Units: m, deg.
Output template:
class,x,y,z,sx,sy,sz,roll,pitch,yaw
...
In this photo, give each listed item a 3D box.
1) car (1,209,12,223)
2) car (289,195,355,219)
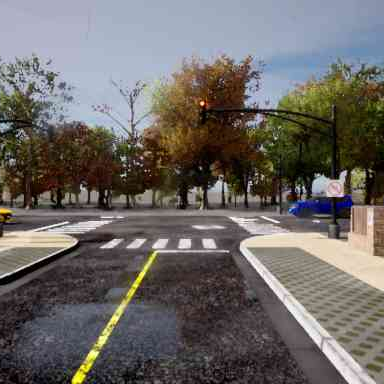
class,x,y,z,sx,sy,sz,roll,pitch,yaw
car,-15.084,1.423,22.922,5.008,1.535,1.882,0,0,0
car,11.524,1.277,29.600,5.566,2.045,2.150,1,0,0
